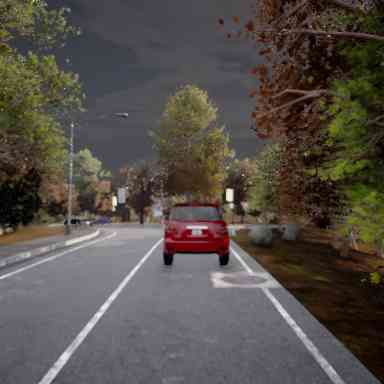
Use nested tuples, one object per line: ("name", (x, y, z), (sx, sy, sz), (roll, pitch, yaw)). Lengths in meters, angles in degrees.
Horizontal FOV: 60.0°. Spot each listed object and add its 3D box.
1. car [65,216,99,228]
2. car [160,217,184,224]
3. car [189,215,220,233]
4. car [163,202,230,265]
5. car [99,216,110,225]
("car", (-14.321, 3.736, 42.049), (2.128, 1.511, 4.902), (4, -6, -45))
("car", (-4.230, 6.013, 70.432), (4.902, 1.511, 2.128), (1, -5, -5))
("car", (1.228, 2.720, 29.084), (2.033, 1.411, 5.357), (-1, -5, 10))
("car", (0.114, 1.443, 12.676), (2.150, 2.045, 5.566), (0, -3, -1))
("car", (-17.433, 5.232, 61.992), (2.097, 1.767, 4.553), (-3, -5, 29))
